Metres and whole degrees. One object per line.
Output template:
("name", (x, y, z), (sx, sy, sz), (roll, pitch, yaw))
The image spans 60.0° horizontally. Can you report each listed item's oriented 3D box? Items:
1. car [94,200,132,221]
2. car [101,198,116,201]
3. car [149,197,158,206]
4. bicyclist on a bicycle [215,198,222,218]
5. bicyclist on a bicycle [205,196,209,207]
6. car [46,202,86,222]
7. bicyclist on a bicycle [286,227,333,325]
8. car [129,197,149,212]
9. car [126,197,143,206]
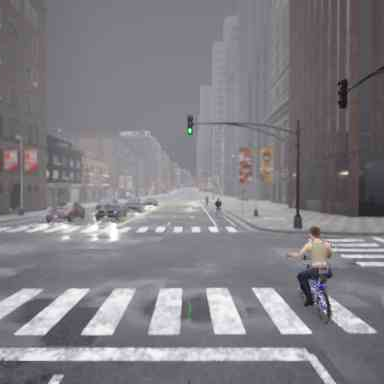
("car", (-6.597, 1.603, 27.668), (1.895, 1.301, 4.718), (0, 0, 0))
("car", (-9.840, 1.482, 39.087), (1.882, 1.535, 5.008), (0, 0, 0))
("car", (-6.563, 1.566, 53.137), (1.994, 1.385, 4.181), (0, 0, 0))
("bicyclist on a bicycle", (2.248, 1.373, 28.641), (0.659, 1.776, 1.843), (0, 0, 0))
("bicyclist on a bicycle", (2.250, 1.456, 49.137), (0.582, 1.620, 1.656), (0, 0, 0))
("car", (-9.839, 1.527, 26.329), (1.812, 1.442, 4.674), (0, 0, 0))
("bicyclist on a bicycle", (2.237, 1.435, 6.139), (0.866, 1.612, 1.509), (0, 0, 0))
("car", (-6.594, 1.551, 38.464), (2.033, 1.411, 5.357), (0, 0, 0))
("car", (-9.777, 1.548, 57.241), (2.033, 1.411, 5.357), (0, 0, 0))
